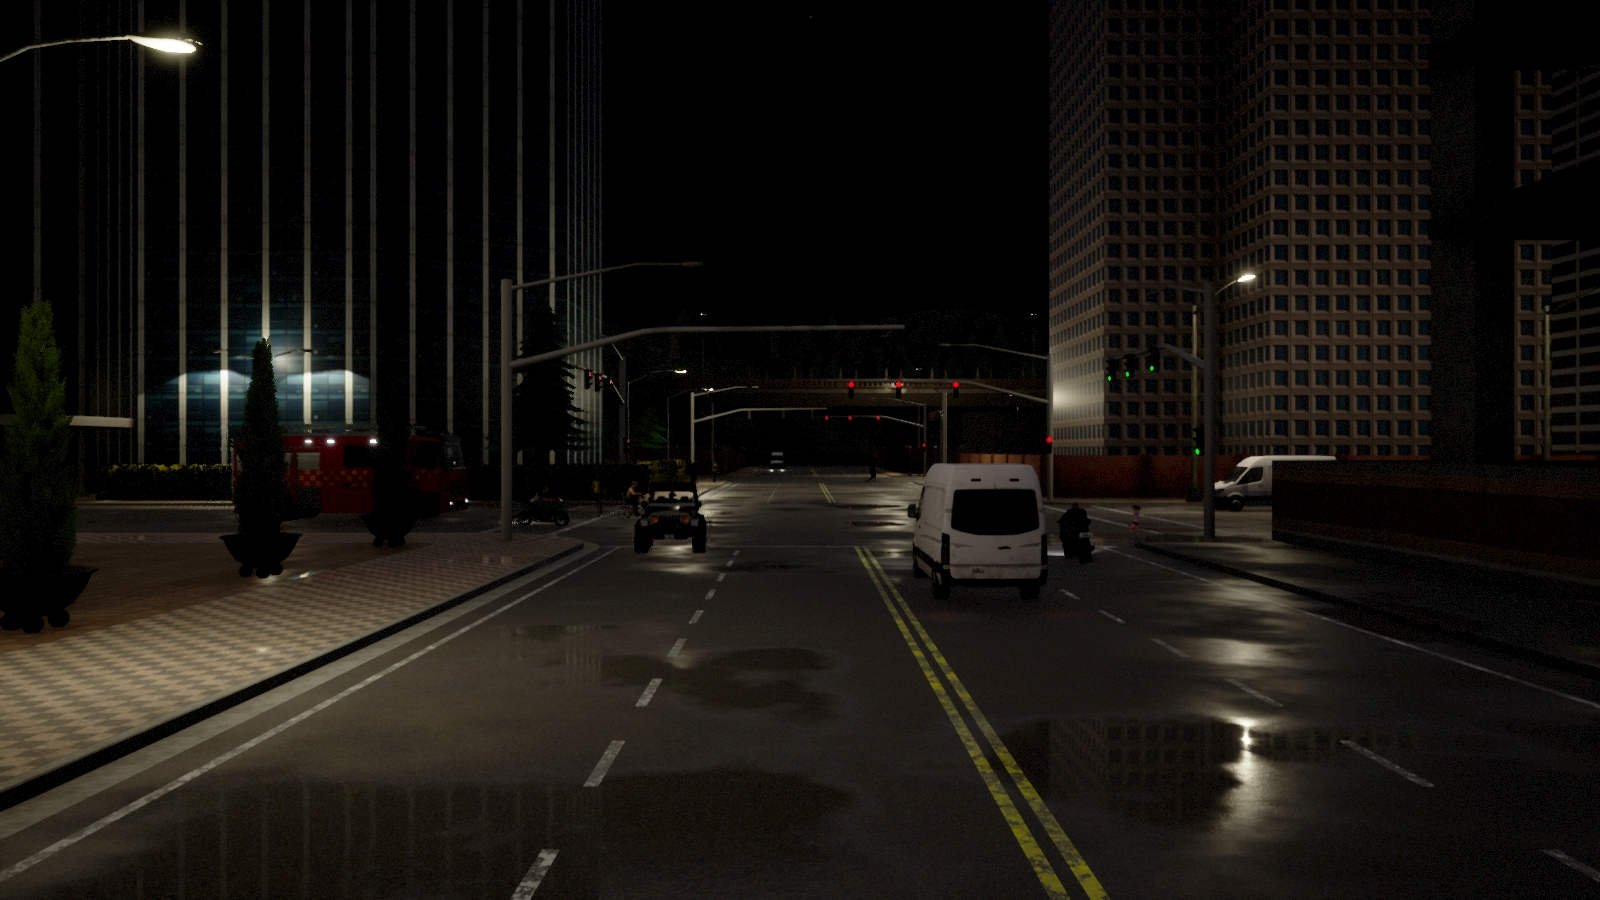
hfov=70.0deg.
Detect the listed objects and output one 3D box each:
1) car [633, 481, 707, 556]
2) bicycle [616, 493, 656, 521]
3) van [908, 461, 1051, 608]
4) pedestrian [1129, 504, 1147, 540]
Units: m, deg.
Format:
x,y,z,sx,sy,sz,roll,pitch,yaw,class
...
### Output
x,y,z,sx,sy,sz,roll,pitch,yaw,class
-3.593,1.869,32.195,1.905,1.878,3.866,0,0,-4,car
-6.548,2.273,45.707,1.487,1.080,0.859,0,0,0,bicycle
3.501,1.543,23.400,1.988,2.561,5.915,0,0,0,van
10.562,2.242,35.702,0.500,1.100,0.500,0,0,13,pedestrian
